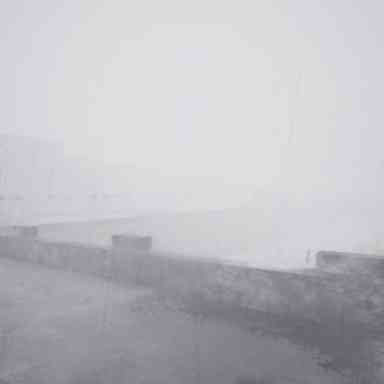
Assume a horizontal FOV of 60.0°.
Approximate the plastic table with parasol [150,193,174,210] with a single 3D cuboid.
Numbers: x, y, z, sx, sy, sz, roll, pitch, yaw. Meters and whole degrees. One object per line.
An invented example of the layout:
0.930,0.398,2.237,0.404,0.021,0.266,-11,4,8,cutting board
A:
-4.373,1.368,49.093,2.482,2.480,2.482,-1,-1,35,plastic table with parasol
